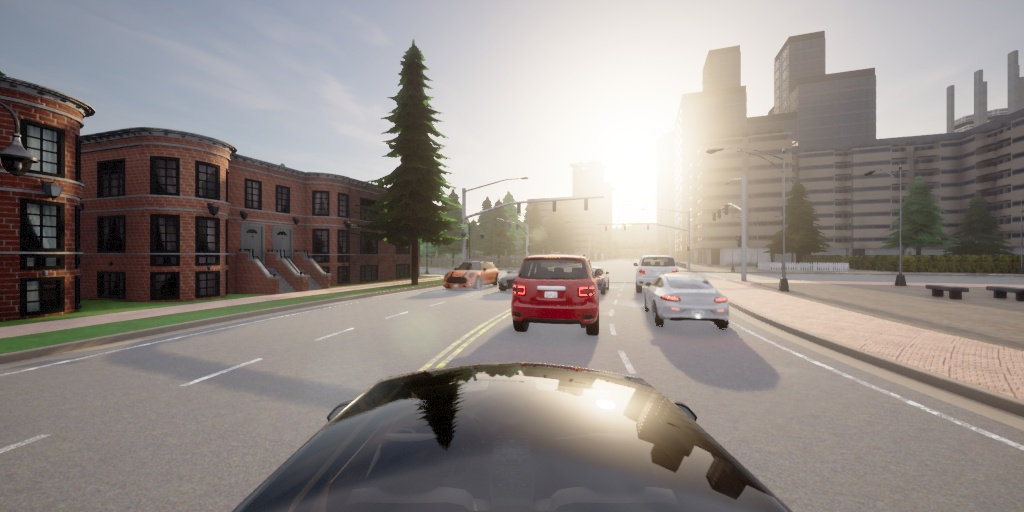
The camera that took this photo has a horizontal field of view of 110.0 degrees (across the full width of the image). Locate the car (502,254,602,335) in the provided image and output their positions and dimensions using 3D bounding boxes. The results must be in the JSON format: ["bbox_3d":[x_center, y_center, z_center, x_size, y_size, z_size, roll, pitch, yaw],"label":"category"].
[{"bbox_3d":[1.491,0.971,10.765,2.150,2.045,5.566,0,0,13],"label":"car"}]

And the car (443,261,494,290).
[{"bbox_3d":[-2.408,1.100,22.335,2.097,1.767,4.553,0,0,20],"label":"car"}]

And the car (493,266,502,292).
[{"bbox_3d":[0.750,1.315,20.778,1.994,1.385,4.181,0,0,20],"label":"car"}]

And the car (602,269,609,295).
[{"bbox_3d":[4.359,1.276,19.960,1.812,1.442,4.674,0,0,19],"label":"car"}]

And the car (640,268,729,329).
[{"bbox_3d":[5.284,1.276,11.257,1.812,1.442,4.674,0,0,15],"label":"car"}]

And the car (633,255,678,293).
[{"bbox_3d":[8.253,0.971,20.587,2.150,2.045,5.566,0,0,19],"label":"car"}]
